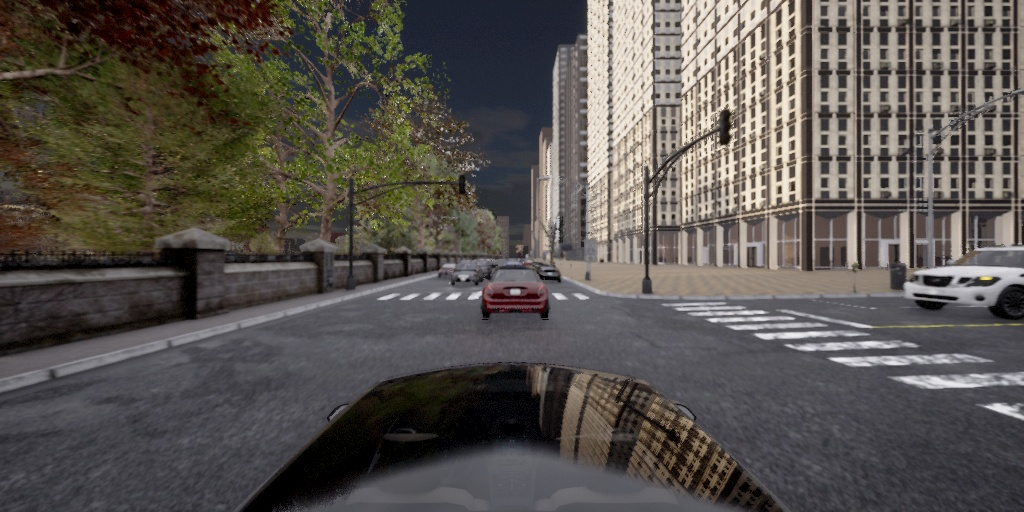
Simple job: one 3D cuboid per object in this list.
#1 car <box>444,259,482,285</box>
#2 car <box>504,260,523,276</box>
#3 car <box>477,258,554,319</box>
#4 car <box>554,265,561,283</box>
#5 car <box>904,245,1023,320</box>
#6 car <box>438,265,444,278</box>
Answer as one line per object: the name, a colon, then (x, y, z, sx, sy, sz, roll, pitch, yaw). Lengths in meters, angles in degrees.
car: (-3.083, 1.219, 25.386, 2.128, 1.511, 4.902, 0, 0, 1)
car: (0.105, 1.196, 37.776, 1.882, 1.535, 5.008, 0, 0, 0)
car: (0.101, 1.090, 12.825, 2.097, 1.767, 4.553, 0, 0, 0)
car: (2.691, 1.291, 27.529, 1.948, 1.339, 4.313, 0, 0, 0)
car: (15.340, 0.682, 10.743, 5.566, 2.045, 2.150, -1, 0, 0)
car: (-5.688, 1.303, 33.163, 1.802, 1.307, 4.207, 0, 0, 0)
